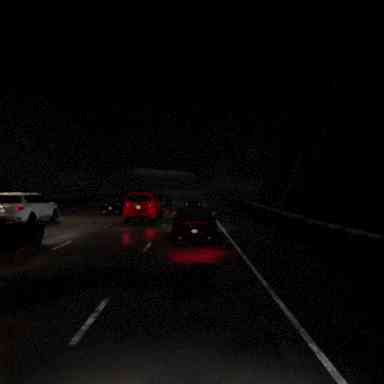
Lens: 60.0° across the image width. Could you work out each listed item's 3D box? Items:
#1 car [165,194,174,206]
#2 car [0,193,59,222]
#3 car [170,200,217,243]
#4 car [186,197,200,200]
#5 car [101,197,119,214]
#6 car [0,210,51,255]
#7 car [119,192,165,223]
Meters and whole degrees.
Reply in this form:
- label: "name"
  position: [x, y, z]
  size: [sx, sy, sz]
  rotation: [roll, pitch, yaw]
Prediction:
- label: "car"
  position: [-3.398, 0.989, 41.800]
  size: [2.128, 1.511, 4.902]
  rotation: [0, 1, 0]
- label: "car"
  position: [-10.399, 1.050, 21.020]
  size: [2.150, 2.045, 5.566]
  rotation: [0, 1, 0]
- label: "car"
  position: [0.101, 1.365, 15.583]
  size: [1.882, 1.535, 5.008]
  rotation: [0, 1, 0]
- label: "car"
  position: [0.101, 1.220, 35.184]
  size: [1.895, 1.301, 4.718]
  rotation: [0, 1, 0]
- label: "car"
  position: [-6.899, 1.174, 30.560]
  size: [1.882, 1.535, 5.008]
  rotation: [0, 1, 0]
- label: "car"
  position: [-6.899, 1.526, 11.431]
  size: [1.895, 1.301, 4.718]
  rotation: [0, 0, 0]
- label: "car"
  position: [-3.399, 1.015, 23.781]
  size: [2.150, 2.045, 5.566]
  rotation: [0, 1, 0]
